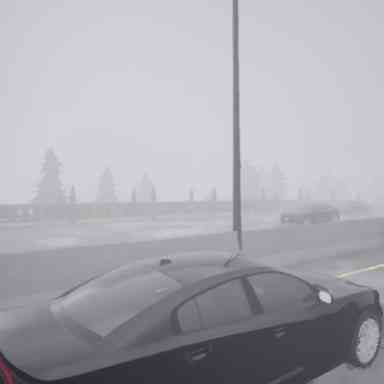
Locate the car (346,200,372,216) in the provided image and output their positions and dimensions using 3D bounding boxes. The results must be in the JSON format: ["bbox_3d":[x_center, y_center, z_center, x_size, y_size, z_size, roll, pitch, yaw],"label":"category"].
[{"bbox_3d":[15.519,1.482,32.264,4.902,1.511,2.128,0,0,-35],"label":"car"}]

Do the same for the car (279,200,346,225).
[{"bbox_3d":[8.068,1.468,22.652,5.008,1.535,1.882,0,0,-35],"label":"car"}]

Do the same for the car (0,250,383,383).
[{"bbox_3d":[0.393,1.477,4.041,5.008,1.535,1.882,0,0,-35],"label":"car"}]
